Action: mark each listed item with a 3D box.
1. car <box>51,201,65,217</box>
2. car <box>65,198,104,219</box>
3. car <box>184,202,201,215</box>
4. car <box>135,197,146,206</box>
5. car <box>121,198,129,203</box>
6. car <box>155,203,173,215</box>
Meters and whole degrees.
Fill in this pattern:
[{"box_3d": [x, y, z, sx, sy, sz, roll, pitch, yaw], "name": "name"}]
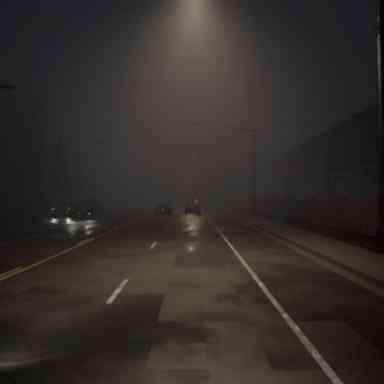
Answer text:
[{"box_3d": [-14.106, 1.827, 37.595, 2.097, 1.767, 4.553, 0, -1, 0], "name": "car"}, {"box_3d": [-10.610, 1.650, 33.998, 2.150, 2.045, 5.566, 0, -1, 0], "name": "car"}, {"box_3d": [0.086, 2.001, 40.369, 2.128, 1.511, 4.902, 0, -1, 0], "name": "car"}, {"box_3d": [-11.661, 2.121, 75.300, 2.150, 2.045, 5.566, 0, -1, -7], "name": "car"}, {"box_3d": [-15.701, 2.180, 78.356, 1.837, 1.490, 4.892, 0, -2, -11], "name": "car"}, {"box_3d": [-3.415, 2.082, 41.097, 1.994, 1.385, 4.181, 0, -1, 0], "name": "car"}]
